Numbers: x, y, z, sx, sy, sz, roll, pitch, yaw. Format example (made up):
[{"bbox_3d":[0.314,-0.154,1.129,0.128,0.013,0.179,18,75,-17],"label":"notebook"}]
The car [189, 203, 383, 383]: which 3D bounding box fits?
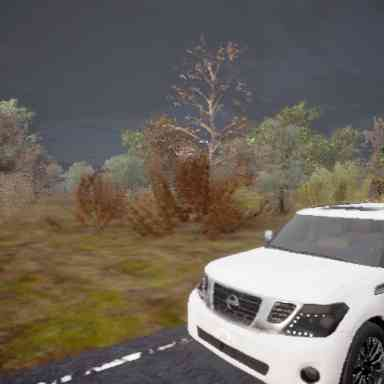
[{"bbox_3d":[2.617,1.221,5.238,5.566,2.045,2.150,0,0,-35],"label":"car"}]
